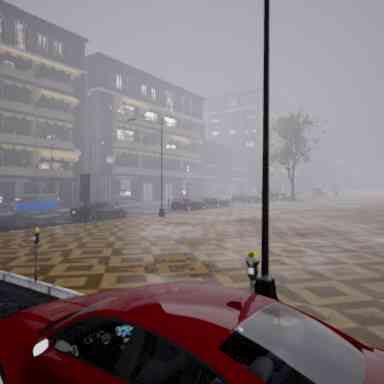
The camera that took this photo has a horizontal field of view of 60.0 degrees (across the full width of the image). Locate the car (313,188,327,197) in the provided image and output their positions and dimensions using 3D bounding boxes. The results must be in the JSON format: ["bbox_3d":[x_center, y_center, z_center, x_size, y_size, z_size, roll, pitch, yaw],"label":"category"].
[{"bbox_3d":[29.102,0.029,75.563,2.150,2.045,5.566,1,1,35],"label":"car"}]

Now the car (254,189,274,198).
[{"bbox_3d":[15.139,0.255,69.626,2.192,1.841,5.009,2,2,35],"label":"car"}]

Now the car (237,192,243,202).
[{"bbox_3d":[7.379,0.810,48.443,2.128,1.511,4.902,0,1,34],"label":"car"}]

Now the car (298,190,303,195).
[{"bbox_3d":[27.861,0.143,87.915,1.887,1.381,4.507,2,2,35],"label":"car"}]

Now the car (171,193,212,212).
[{"bbox_3d":[-0.255,1.151,32.847,1.887,1.381,4.507,2,2,35],"label":"car"}]

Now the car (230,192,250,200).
[{"bbox_3d":[8.774,0.677,60.490,1.947,1.339,4.313,2,2,35],"label":"car"}]

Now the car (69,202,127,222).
[{"bbox_3d":[-6.617,1.347,23.708,1.947,1.339,4.313,2,2,35],"label":"car"}]

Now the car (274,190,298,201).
[{"bbox_3d":[15.749,0.695,55.842,1.752,1.417,4.829,2,2,35],"label":"car"}]

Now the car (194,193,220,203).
[{"bbox_3d":[2.411,0.835,51.348,2.008,1.369,4.403,2,2,35],"label":"car"}]

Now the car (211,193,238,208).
[{"bbox_3d":[2.926,1.070,37.419,2.008,1.369,4.403,2,2,35],"label":"car"}]

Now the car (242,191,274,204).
[{"bbox_3d":[9.289,0.896,46.561,2.008,1.369,4.403,2,2,35],"label":"car"}]

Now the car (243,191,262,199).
[{"bbox_3d":[11.858,0.553,64.920,1.752,1.417,4.829,2,2,35],"label":"car"}]

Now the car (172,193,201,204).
[{"bbox_3d":[-0.770,0.937,46.777,1.947,1.339,4.313,2,2,35],"label":"car"}]

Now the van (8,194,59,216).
[{"bbox_3d":[-13.493,1.062,28.489,1.690,1.788,3.998,2,2,35],"label":"van"}]

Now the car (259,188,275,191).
[{"bbox_3d":[13.257,0.379,56.986,2.150,2.045,5.566,1,1,35],"label":"car"}]

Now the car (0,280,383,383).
[{"bbox_3d":[-0.264,1.546,3.056,4.507,1.381,1.887,0,0,36],"label":"car"}]
